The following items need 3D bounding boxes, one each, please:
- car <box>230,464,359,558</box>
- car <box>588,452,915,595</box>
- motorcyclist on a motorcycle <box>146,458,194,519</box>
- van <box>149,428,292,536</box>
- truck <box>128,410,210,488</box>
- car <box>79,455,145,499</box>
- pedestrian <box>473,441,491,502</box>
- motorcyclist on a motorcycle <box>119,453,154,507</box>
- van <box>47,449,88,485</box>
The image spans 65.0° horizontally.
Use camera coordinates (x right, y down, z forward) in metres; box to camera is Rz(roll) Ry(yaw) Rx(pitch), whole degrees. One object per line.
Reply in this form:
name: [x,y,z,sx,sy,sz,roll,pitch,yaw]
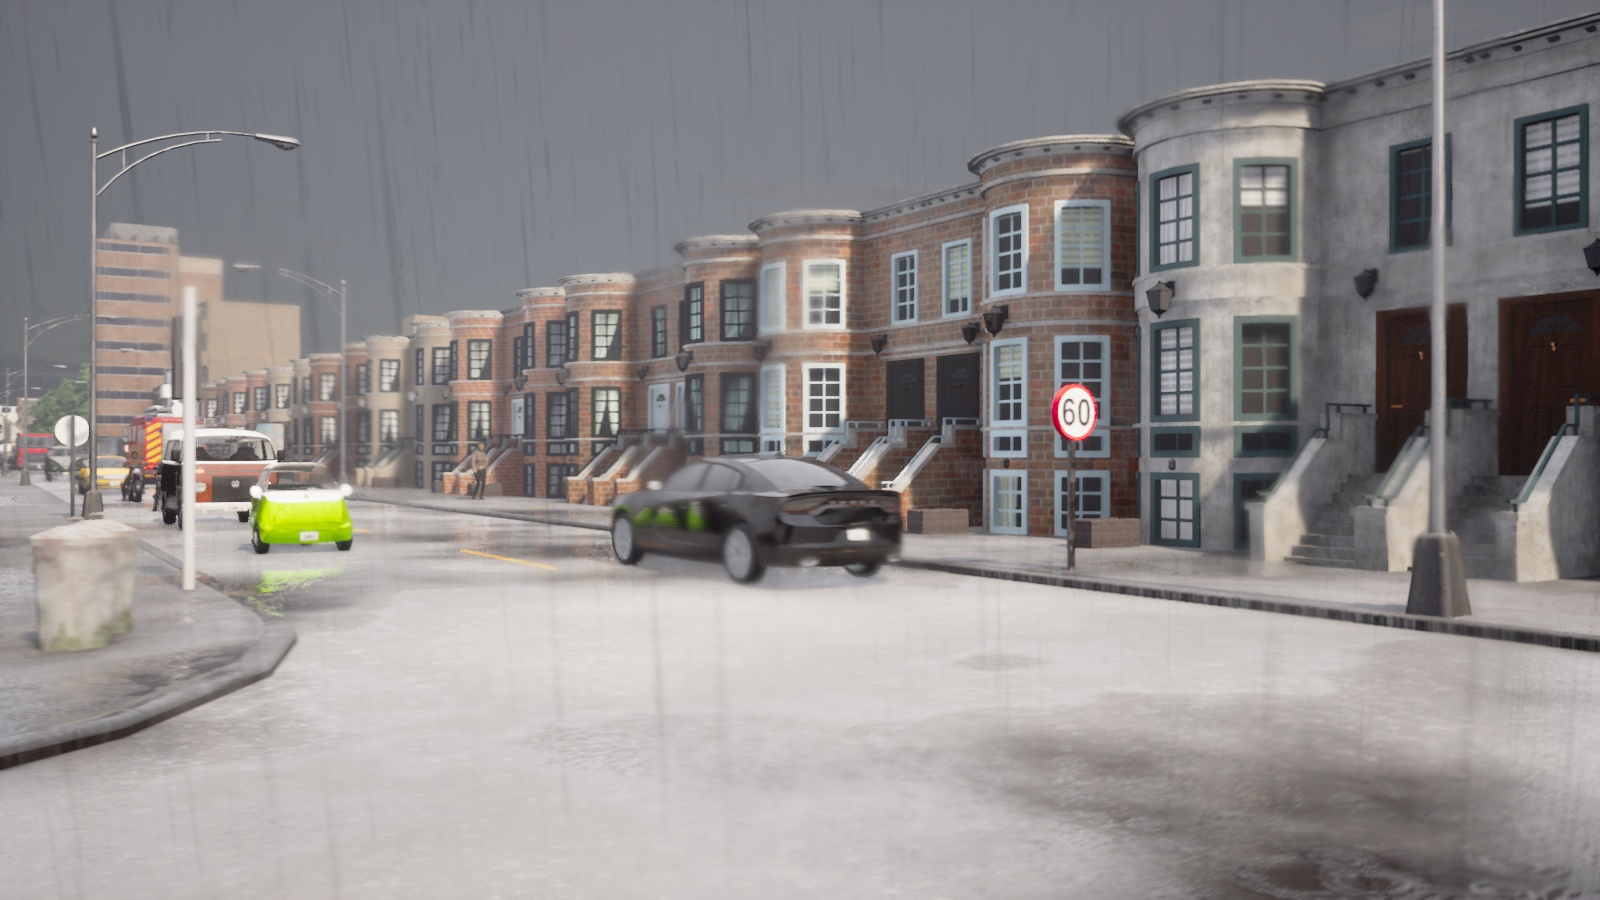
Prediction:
car: [-7.963,0.911,19.731,1.481,1.376,2.207,0,-1,-33]
car: [-0.829,0.796,16.167,1.882,1.535,5.008,0,0,-34]
motorcyclist on a motorcycle: [-16.412,0.973,32.701,0.866,1.530,2.191,0,0,-33]
van: [-12.118,0.620,26.106,2.069,2.038,4.480,0,0,-33]
truck: [-32.974,-0.034,65.460,2.891,3.827,8.468,0,0,-33]
car: [-26.125,0.973,47.615,1.801,1.575,5.366,0,0,-33]
pedestrian: [-9.712,0.652,38.400,0.331,1.846,0.634,0,0,-35]
motorcyclist on a motorcycle: [-20.981,0.933,39.715,0.766,1.649,2.350,0,0,-33]
van: [-42.124,0.941,72.181,1.775,1.987,4.442,0,0,-33]
